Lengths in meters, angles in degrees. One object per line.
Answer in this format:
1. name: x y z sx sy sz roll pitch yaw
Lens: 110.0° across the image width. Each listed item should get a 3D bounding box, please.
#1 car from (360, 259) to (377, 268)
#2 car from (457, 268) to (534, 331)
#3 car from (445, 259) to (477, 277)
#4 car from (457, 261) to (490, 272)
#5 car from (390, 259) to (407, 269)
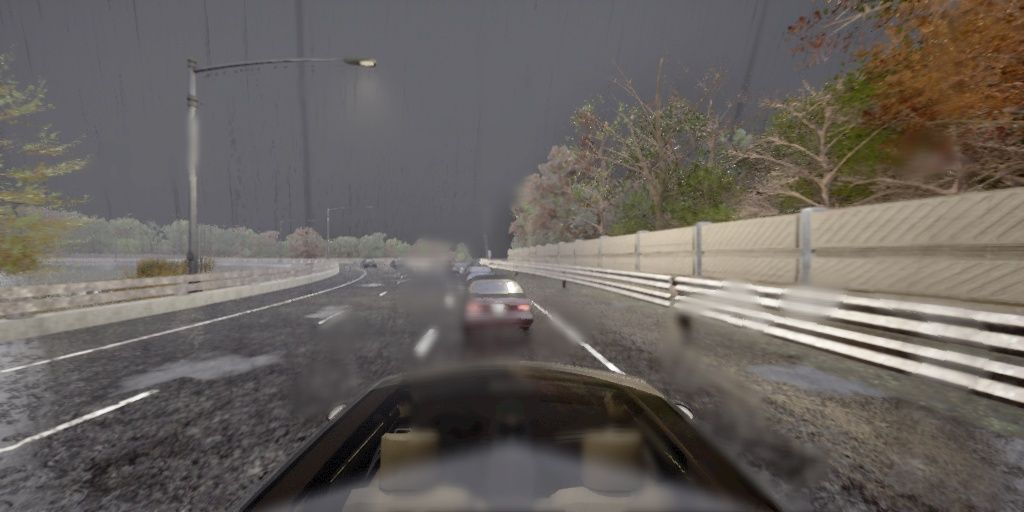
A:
1. car: -22.631 1.185 56.464 1.812 1.442 4.674 0 0 -31
2. car: -0.574 1.271 10.859 2.033 1.411 5.357 0 0 -7
3. car: -4.951 1.213 34.142 2.033 1.411 5.357 0 0 -14
4. car: -2.168 1.239 22.835 2.033 1.411 5.357 0 0 -11
5. car: -17.055 1.138 53.754 2.128 1.511 4.902 0 0 -28
